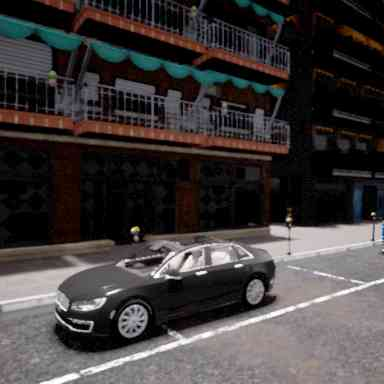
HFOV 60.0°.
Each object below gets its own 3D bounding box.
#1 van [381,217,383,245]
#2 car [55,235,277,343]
[{"bbox_3d":[8.978,1.407,12.941,3.998,1.788,1.690,0,0,-35],"label":"van"},{"bbox_3d":[-0.253,1.565,6.373,4.403,1.369,2.008,0,0,-35],"label":"car"}]
